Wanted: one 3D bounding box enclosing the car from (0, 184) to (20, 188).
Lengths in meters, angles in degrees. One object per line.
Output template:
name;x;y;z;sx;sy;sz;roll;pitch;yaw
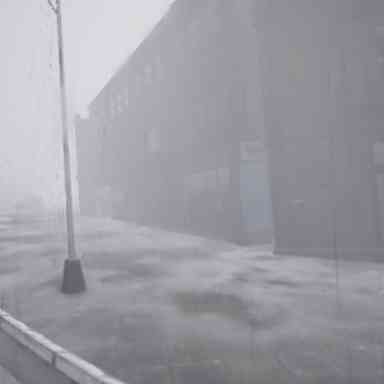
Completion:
car;-44.285;-1.231;78.947;2.002;1.452;4.674;-6;-4;30

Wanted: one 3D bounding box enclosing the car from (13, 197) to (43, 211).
car;-26.544;1.914;54.065;2.150;2.045;5.566;-5;0;7

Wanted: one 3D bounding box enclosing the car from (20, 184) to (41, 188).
car;-41.634;-1.202;83.821;2.097;1.535;5.008;-6;-4;28
